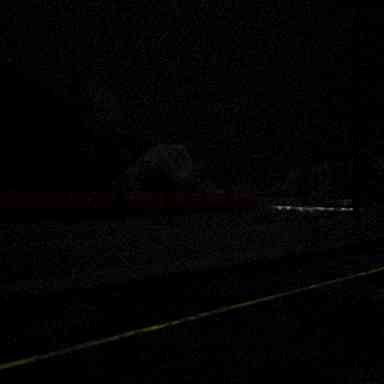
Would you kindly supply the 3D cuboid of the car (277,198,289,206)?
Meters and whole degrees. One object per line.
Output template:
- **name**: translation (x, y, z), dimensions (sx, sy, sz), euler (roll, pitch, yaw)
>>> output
- **car**: translation (17.968, 1.971, 65.861), dimensions (1.882, 1.535, 5.008), euler (0, -1, 8)

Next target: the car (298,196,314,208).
- **car**: translation (20.230, 1.693, 59.233), dimensions (2.150, 2.045, 5.566), euler (0, 0, 13)

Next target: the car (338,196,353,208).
- **car**: translation (27.426, 1.756, 59.086), dimensions (2.150, 2.045, 5.566), euler (1, 0, 13)

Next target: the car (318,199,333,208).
- **car**: translation (23.898, 1.982, 59.618), dimensions (1.882, 1.535, 5.008), euler (0, 0, 13)
